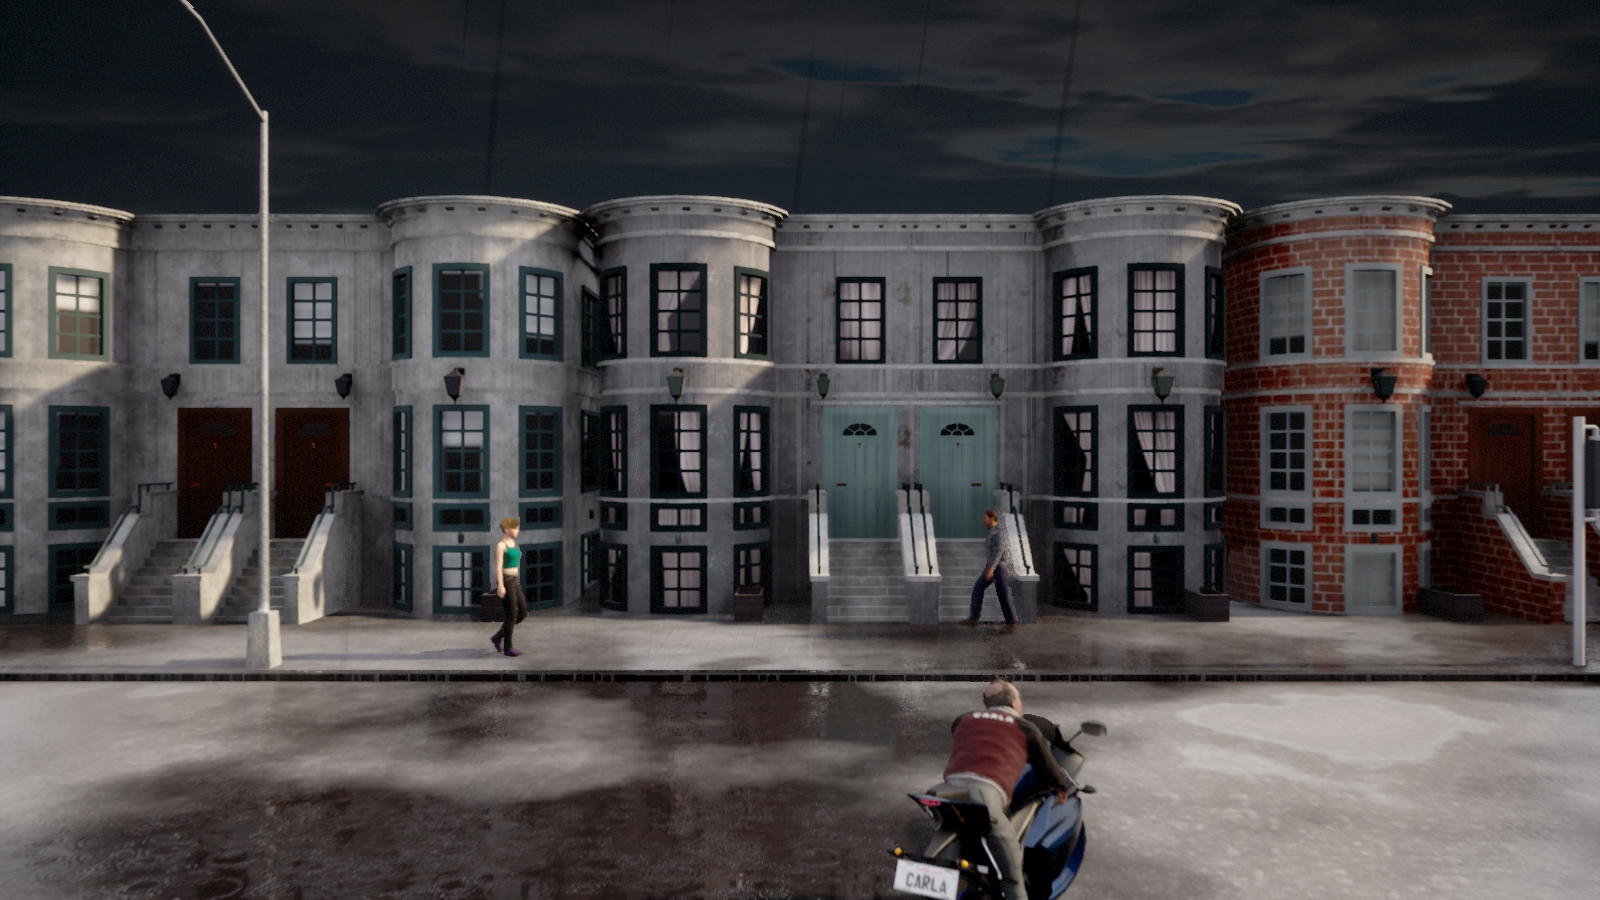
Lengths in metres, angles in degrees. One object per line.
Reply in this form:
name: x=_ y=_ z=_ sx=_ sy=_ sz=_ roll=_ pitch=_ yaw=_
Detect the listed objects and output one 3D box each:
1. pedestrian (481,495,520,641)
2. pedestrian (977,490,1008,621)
pedestrian: x=-3.903 y=1.524 z=14.898 sx=0.375 sy=1.860 sz=0.375 roll=0 pitch=0 yaw=9
pedestrian: x=2.802 y=1.524 z=16.622 sx=0.375 sy=1.860 sz=0.375 roll=0 pitch=0 yaw=-3
